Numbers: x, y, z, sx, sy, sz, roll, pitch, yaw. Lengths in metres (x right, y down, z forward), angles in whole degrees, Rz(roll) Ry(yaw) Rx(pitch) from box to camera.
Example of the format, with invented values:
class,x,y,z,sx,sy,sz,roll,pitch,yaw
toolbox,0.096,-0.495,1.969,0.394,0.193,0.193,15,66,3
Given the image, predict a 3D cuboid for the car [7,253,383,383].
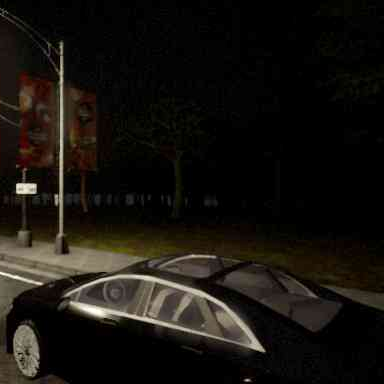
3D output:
class,x,y,z,sx,sy,sz,roll,pitch,yaw
car,-0.257,1.502,3.871,4.902,1.511,2.128,0,0,35
